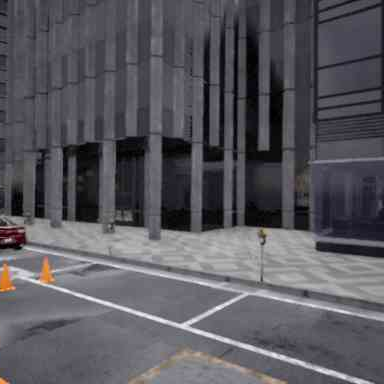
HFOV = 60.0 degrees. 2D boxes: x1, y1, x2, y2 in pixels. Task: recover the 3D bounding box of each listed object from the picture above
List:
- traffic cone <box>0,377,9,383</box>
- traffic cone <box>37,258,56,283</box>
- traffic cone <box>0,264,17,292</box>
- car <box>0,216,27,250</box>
[{"bbox_3d":[-2.384,1.979,3.878,0.340,0.580,0.340,0,-1,37],"label":"traffic cone"},{"bbox_3d":[-3.800,2.015,8.674,0.340,0.580,0.340,0,-1,37],"label":"traffic cone"},{"bbox_3d":[-4.397,2.003,7.872,0.340,0.580,0.340,0,-1,37],"label":"traffic cone"},{"bbox_3d":[-8.421,1.615,13.411,4.507,1.381,1.887,0,0,37],"label":"car"}]
